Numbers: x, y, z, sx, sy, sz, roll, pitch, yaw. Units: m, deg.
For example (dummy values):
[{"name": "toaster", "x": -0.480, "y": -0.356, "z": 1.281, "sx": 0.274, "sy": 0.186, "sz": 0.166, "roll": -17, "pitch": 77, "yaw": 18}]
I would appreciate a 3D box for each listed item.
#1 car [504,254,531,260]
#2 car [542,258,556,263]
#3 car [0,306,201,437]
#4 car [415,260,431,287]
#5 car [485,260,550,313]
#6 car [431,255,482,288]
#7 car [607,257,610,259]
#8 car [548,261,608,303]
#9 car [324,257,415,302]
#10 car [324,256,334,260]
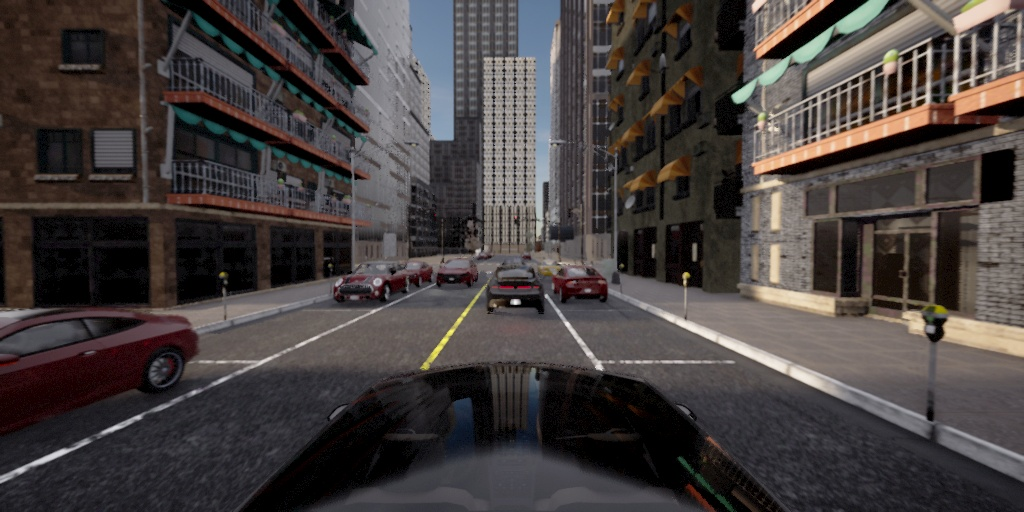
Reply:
[{"name": "car", "x": 0.111, "y": 0.801, "z": 25.616, "sx": 2.128, "sy": 1.511, "sz": 4.902, "roll": 0, "pitch": 1, "yaw": 0}, {"name": "car", "x": 2.701, "y": 0.828, "z": 26.163, "sx": 1.751, "sy": 1.417, "sz": 4.829, "roll": 0, "pitch": 0, "yaw": 0}, {"name": "car", "x": -5.691, "y": 1.291, "z": 3.921, "sx": 1.802, "sy": 1.307, "sz": 4.207, "roll": 0, "pitch": 0, "yaw": 0}, {"name": "car", "x": -5.682, "y": 0.949, "z": 20.489, "sx": 1.888, "sy": 1.381, "sz": 4.507, "roll": 0, "pitch": 0, "yaw": 0}, {"name": "car", "x": 0.104, "y": 1.050, "z": 12.805, "sx": 1.837, "sy": 1.490, "sz": 4.892, "roll": 0, "pitch": 1, "yaw": 0}, {"name": "car", "x": -3.052, "y": 0.877, "z": 20.716, "sx": 1.882, "sy": 1.535, "sz": 5.008, "roll": 0, "pitch": 1, "yaw": 0}, {"name": "car", "x": 14.285, "y": 0.212, "z": 45.121, "sx": 4.507, "sy": 1.381, "sz": 1.888, "roll": 0, "pitch": 0, "yaw": 0}, {"name": "car", "x": 2.696, "y": 1.051, "z": 14.948, "sx": 1.888, "sy": 1.381, "sz": 4.507, "roll": 0, "pitch": 0, "yaw": 0}, {"name": "car", "x": -5.685, "y": 0.946, "z": 14.966, "sx": 1.967, "sy": 1.591, "sz": 4.097, "roll": 0, "pitch": 0, "yaw": 0}, {"name": "car", "x": -23.813, "y": 0.706, "z": 44.830, "sx": 4.097, "sy": 1.591, "sz": 1.967, "roll": 0, "pitch": 0, "yaw": 0}]
